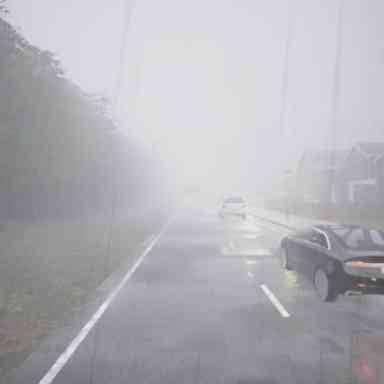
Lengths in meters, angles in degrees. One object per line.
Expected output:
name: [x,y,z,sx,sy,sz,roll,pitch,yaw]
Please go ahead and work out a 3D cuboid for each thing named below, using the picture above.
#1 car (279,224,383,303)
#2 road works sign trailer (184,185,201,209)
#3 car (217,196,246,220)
car: [3.596,1.546,8.330,2.128,1.511,4.902,0,0,0]
road works sign trailer: [-0.020,0.758,50.584,2.380,3.560,2.880,0,0,0]
car: [3.584,1.409,30.757,2.150,2.045,5.566,0,0,0]
